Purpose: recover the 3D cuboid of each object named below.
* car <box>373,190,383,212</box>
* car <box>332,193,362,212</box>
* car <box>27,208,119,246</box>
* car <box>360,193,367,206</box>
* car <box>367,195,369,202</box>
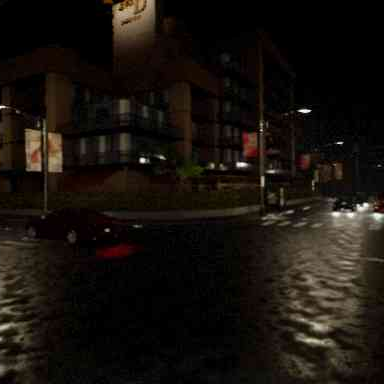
[{"bbox_3d":[17.911,0.911,30.545,2.097,1.767,4.553,-1,0,31],"label":"car"},{"bbox_3d":[15.058,1.136,32.591,2.033,1.411,5.357,-1,0,31],"label":"car"},{"bbox_3d":[-5.572,1.468,15.237,5.008,1.535,1.882,-1,0,34],"label":"car"},{"bbox_3d":[19.916,0.995,40.748,1.812,1.442,4.674,-1,0,31],"label":"car"},{"bbox_3d":[25.088,0.835,49.440,2.128,1.511,4.902,-1,0,31],"label":"car"}]
